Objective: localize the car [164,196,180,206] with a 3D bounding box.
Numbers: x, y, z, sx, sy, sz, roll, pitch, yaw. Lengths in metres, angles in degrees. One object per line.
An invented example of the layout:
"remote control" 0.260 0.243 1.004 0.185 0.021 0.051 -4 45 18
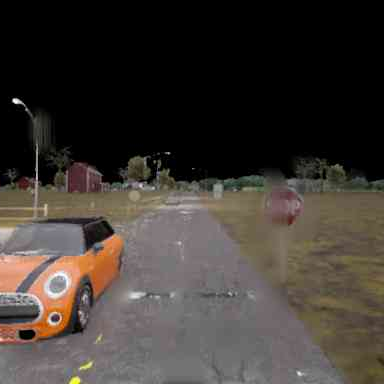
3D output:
"car" -2.842 1.346 48.421 1.837 1.490 4.892 0 2 0

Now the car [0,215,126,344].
"car" -2.754 1.352 6.756 2.097 1.767 4.553 0 0 0
